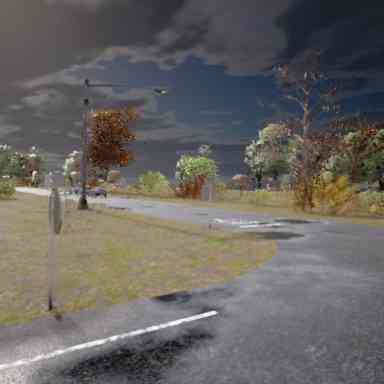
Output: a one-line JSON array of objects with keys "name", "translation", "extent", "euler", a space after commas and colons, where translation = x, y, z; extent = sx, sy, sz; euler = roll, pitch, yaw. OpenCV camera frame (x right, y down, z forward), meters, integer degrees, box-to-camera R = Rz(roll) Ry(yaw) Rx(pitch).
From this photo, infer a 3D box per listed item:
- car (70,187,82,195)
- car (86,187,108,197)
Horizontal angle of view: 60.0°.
[{"name": "car", "translation": [-19.932, -0.264, 58.212], "extent": [1.994, 1.385, 4.181], "euler": [1, 1, -36]}, {"name": "car", "translation": [-14.349, -0.013, 50.410], "extent": [1.837, 1.490, 4.892], "euler": [1, 1, -36]}]
